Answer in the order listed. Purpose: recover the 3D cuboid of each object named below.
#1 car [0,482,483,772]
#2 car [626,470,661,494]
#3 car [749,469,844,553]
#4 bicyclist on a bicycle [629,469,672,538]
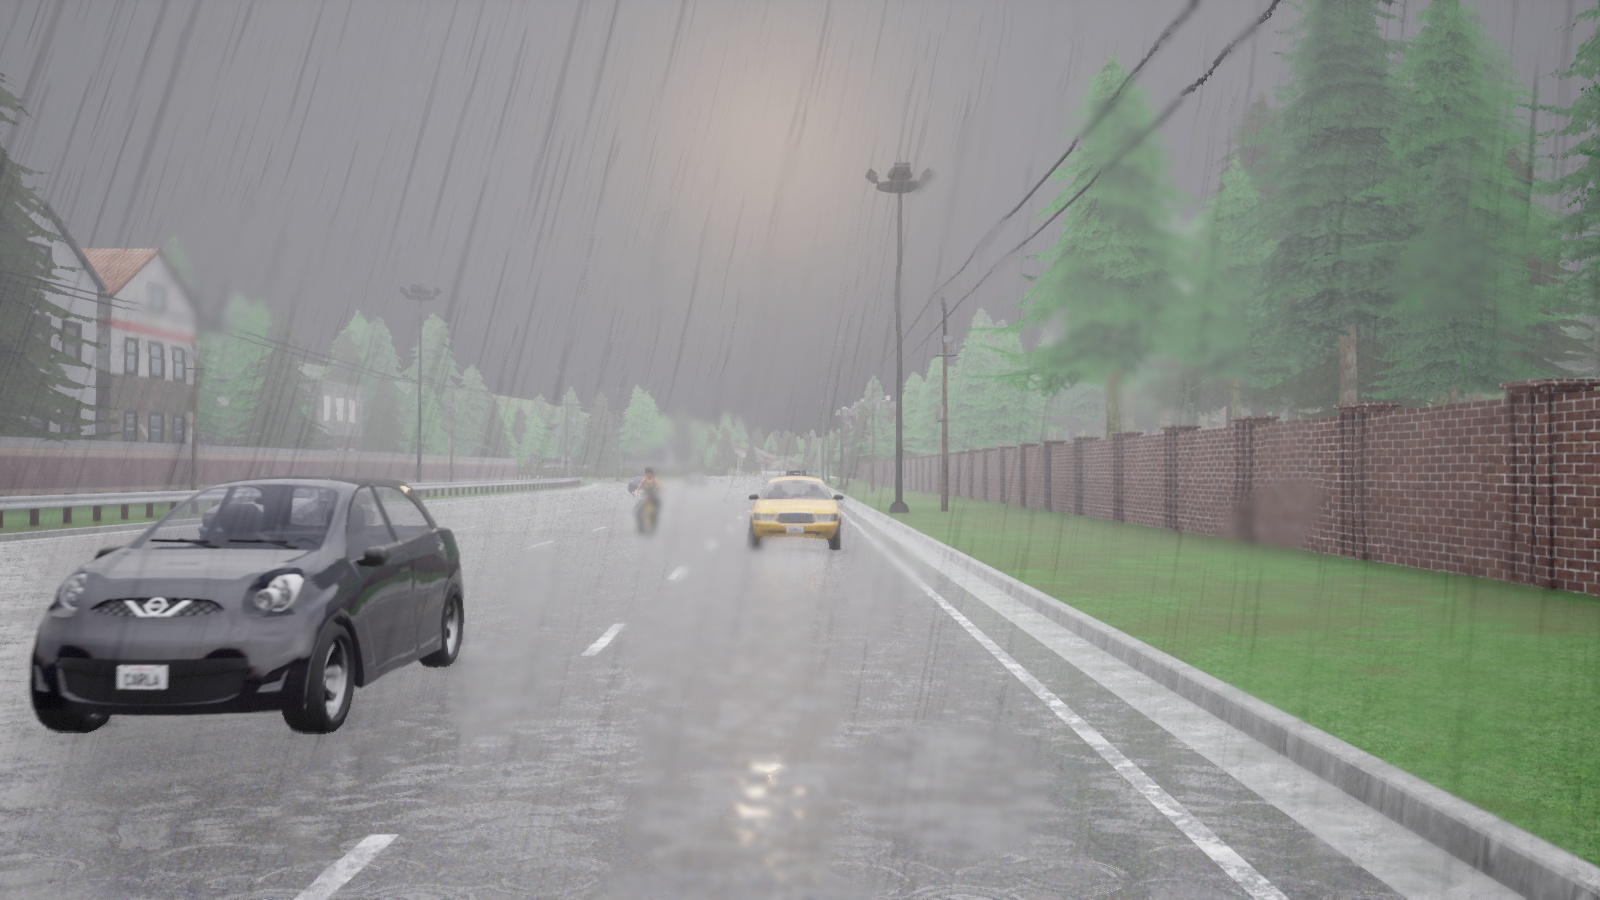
[{"bbox_3d":[-3.523,0.984,8.485,1.845,1.501,3.633,0,-1,0],"label":"car"},{"bbox_3d":[-10.735,2.191,86.342,1.851,1.617,3.988,0,-1,0],"label":"car"},{"bbox_3d":[-0.072,1.192,26.376,1.801,1.575,5.366,0,-1,0],"label":"car"},{"bbox_3d":[-3.583,1.267,30.212,0.866,1.612,1.509,0,-1,0],"label":"bicyclist on a bicycle"}]
